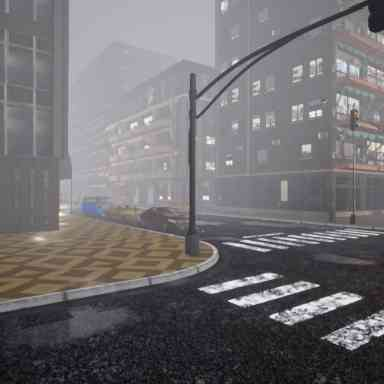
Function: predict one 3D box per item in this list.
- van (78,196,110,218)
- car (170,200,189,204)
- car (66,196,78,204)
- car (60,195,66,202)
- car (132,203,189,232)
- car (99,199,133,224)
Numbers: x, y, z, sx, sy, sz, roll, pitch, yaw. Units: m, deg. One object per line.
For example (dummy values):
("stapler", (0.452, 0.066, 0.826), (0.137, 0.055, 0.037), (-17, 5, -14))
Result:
("van", (-8.262, 1.266, 29.049), (1.690, 1.788, 3.998), (0, 0, -36))
("car", (-1.554, 1.488, 34.073), (1.752, 1.417, 4.829), (0, 0, -36))
("car", (-21.368, 1.448, 61.681), (1.752, 1.417, 4.829), (0, 0, -36))
("car", (-27.873, 1.361, 70.745), (1.967, 1.590, 4.097), (0, 0, -36))
("car", (-1.659, 1.526, 19.846), (1.802, 1.307, 4.206), (0, 0, -36))
("car", (-4.861, 1.459, 24.309), (1.752, 1.417, 4.829), (0, 0, -36))
